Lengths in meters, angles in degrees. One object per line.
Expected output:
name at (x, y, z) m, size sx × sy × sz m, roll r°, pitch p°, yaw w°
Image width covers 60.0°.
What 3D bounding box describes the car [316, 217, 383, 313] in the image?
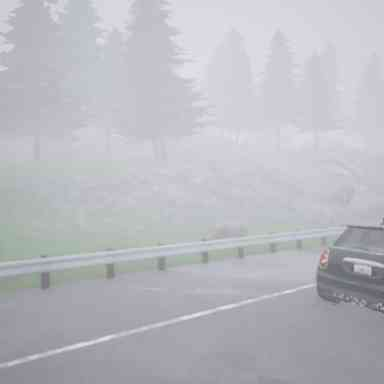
car at (4.692, 1.348, 6.907) m, size 4.553 × 1.767 × 2.097 m, roll 0°, pitch 0°, yaw -34°
